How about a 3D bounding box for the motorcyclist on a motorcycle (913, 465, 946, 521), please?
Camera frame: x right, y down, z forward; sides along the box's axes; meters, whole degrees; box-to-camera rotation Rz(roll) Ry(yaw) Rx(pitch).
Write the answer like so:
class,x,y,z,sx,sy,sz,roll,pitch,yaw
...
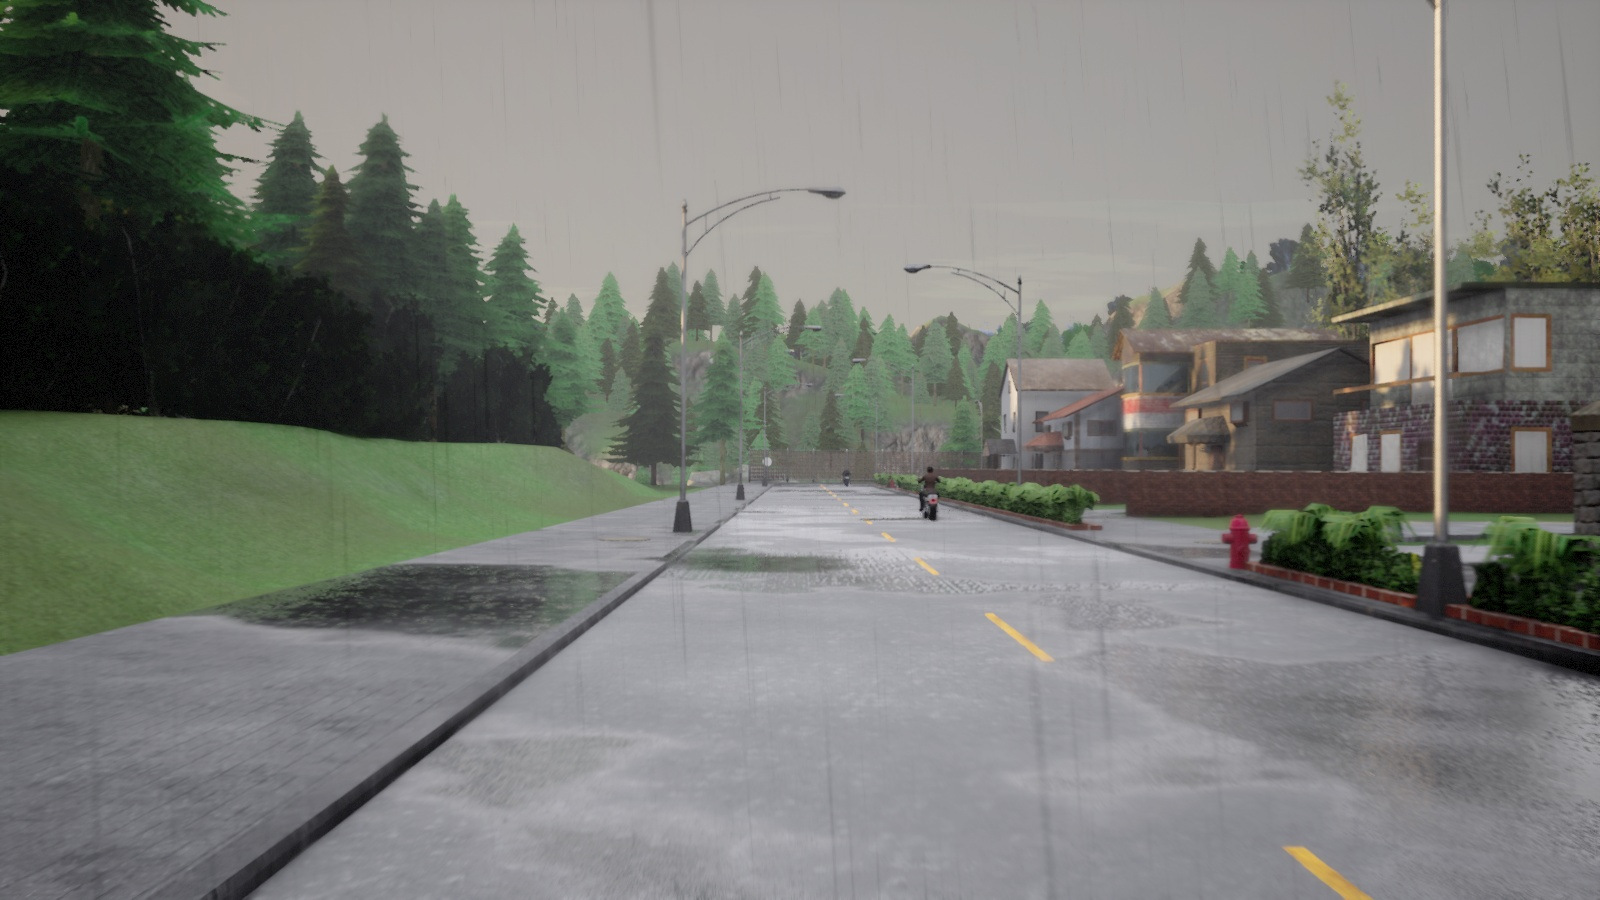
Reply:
class,x,y,z,sx,sy,sz,roll,pitch,yaw
motorcyclist on a motorcycle,3.916,1.276,38.177,0.766,1.649,2.350,0,-1,0
